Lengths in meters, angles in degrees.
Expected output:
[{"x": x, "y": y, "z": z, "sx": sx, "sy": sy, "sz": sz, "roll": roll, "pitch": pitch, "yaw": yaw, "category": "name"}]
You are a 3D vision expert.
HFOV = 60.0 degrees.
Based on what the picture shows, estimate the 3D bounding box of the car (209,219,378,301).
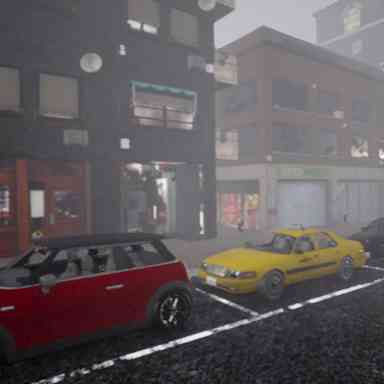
[{"x": 2.381, "y": 1.498, "z": 8.188, "sx": 4.829, "sy": 1.417, "sz": 1.752, "roll": 0, "pitch": -1, "yaw": -35, "category": "car"}]

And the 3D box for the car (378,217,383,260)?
[{"x": 7.062, "y": 1.532, "z": 11.431, "sx": 4.313, "sy": 1.339, "sz": 1.947, "roll": 0, "pitch": -1, "yaw": -35, "category": "car"}]

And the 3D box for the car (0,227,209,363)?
[{"x": -2.020, "y": 1.419, "z": 5.140, "sx": 4.097, "sy": 1.590, "sz": 1.967, "roll": 0, "pitch": -1, "yaw": -35, "category": "car"}]
